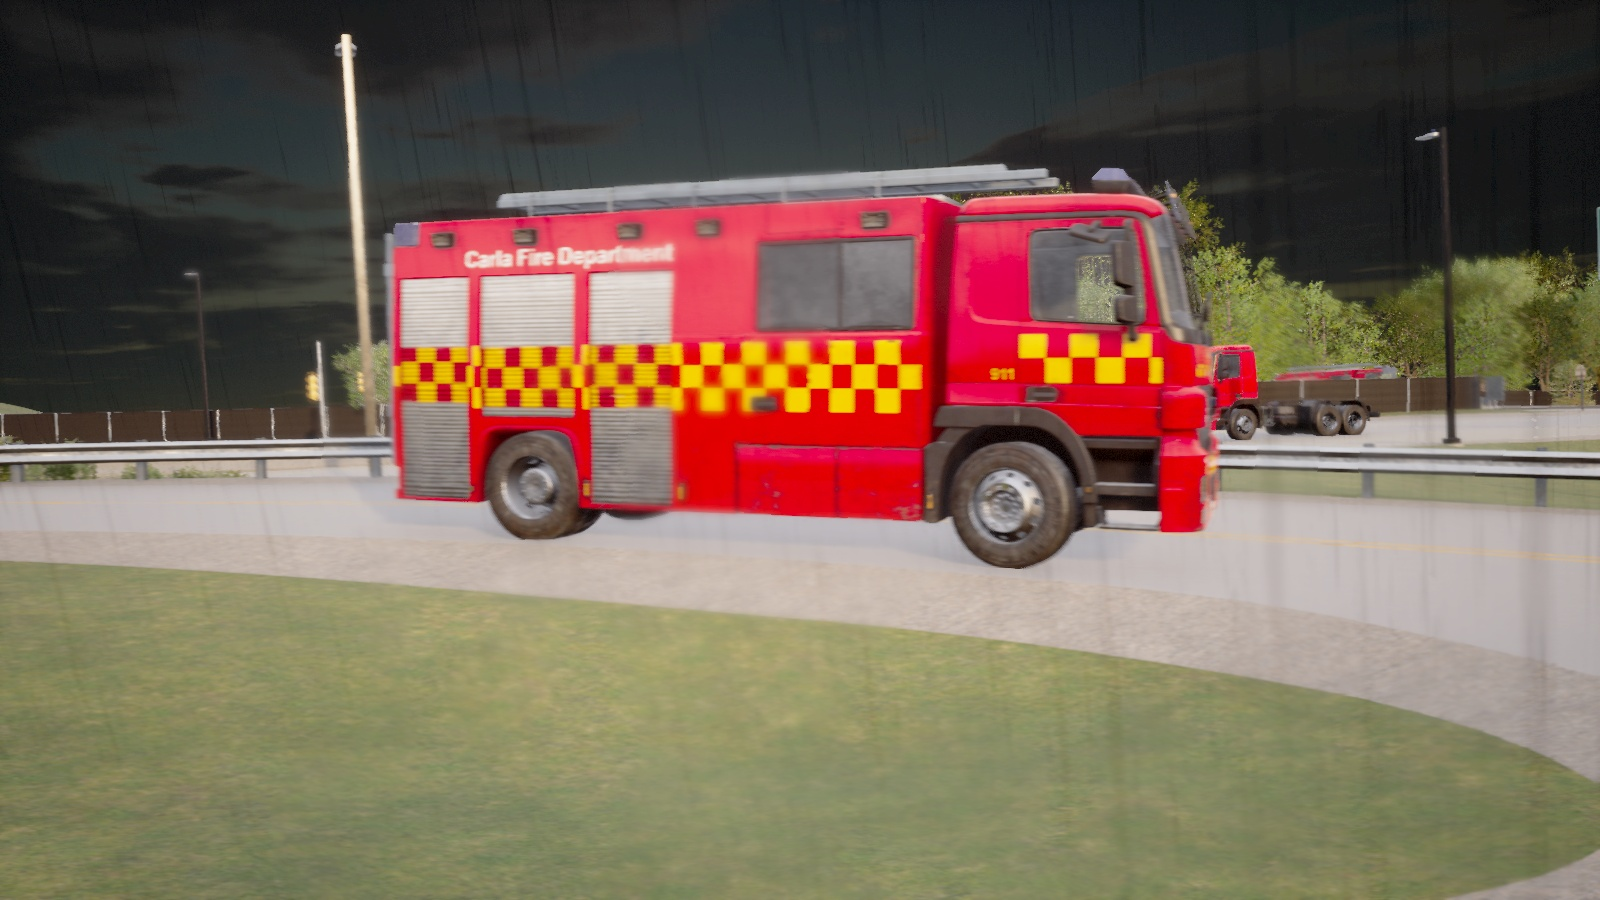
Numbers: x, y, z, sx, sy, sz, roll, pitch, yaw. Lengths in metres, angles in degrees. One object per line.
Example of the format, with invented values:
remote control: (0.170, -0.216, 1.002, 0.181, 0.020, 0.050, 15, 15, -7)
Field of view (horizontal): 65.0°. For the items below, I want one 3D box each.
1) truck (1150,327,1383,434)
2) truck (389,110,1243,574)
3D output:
truck: (16.979, -2.534, 45.686, 7.936, 3.462, 2.891, -4, 2, -21)
truck: (0.151, -0.976, 13.268, 8.468, 3.827, 2.891, 0, 4, 21)
